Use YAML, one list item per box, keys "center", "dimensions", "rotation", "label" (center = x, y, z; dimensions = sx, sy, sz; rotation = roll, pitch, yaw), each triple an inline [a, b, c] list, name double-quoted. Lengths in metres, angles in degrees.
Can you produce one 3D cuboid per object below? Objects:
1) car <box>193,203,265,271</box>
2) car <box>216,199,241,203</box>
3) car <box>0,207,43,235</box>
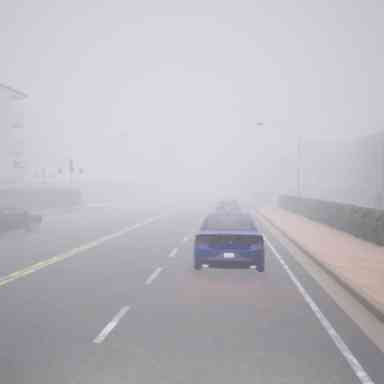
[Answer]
- center: [1.157, 1.340, 10.534]
  dimensions: [1.882, 1.535, 5.008]
  rotation: [0, 1, 6]
  label: "car"
- center: [2.854, 1.228, 25.944]
  dimensions: [1.994, 1.385, 4.181]
  rotation: [0, 1, 6]
  label: "car"
- center: [-9.050, 1.390, 15.381]
  dimensions: [1.895, 1.301, 4.718]
  rotation: [0, 1, 7]
  label: "car"
